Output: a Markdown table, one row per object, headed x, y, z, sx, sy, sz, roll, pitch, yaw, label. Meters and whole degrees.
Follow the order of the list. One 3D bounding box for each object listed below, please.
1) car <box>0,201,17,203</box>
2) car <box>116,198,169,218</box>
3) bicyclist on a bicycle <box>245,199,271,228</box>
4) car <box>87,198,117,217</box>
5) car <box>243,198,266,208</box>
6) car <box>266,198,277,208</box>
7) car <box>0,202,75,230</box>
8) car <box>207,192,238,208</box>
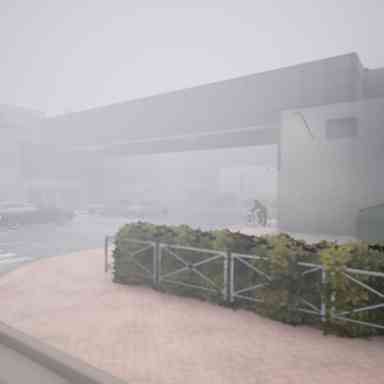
| x | y | z | sx | sy | sz | roll | pitch | yaw | label |
| --- | --- | --- | --- | --- | --- | --- | --- | --- | --- |
| -12.564 | 1.350 | 22.265 | 1.812 | 1.442 | 4.674 | 1 | 0 | 37 | car |
| -3.853 | 1.377 | 28.350 | 1.812 | 1.442 | 4.674 | 1 | 0 | 36 | car |
| 3.830 | 1.242 | 19.353 | 1.656 | 1.620 | 0.582 | 0 | 0 | 36 | bicyclist on a bicycle |
| -7.065 | 1.302 | 29.876 | 1.882 | 1.535 | 5.008 | 1 | 0 | 36 | car |
| 8.745 | 1.452 | 45.856 | 1.895 | 1.301 | 4.718 | 1 | 0 | 36 | car |
| 11.979 | 1.405 | 44.189 | 1.812 | 1.442 | 4.674 | 1 | 0 | 36 | car |
| -9.686 | 1.452 | 20.204 | 1.895 | 1.301 | 4.718 | 1 | 0 | 36 | car |
| 4.284 | 1.049 | 45.668 | 2.150 | 2.045 | 5.566 | 1 | 0 | 36 | car |
